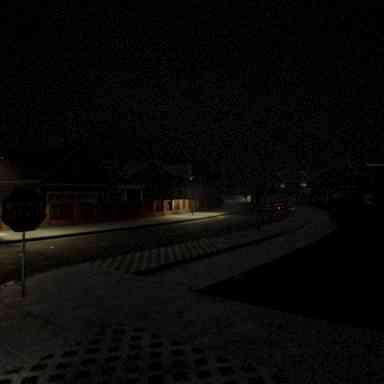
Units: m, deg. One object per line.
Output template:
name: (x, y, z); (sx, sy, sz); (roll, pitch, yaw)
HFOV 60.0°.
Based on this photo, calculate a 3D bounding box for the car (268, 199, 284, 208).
car: (13.269, 1.806, 52.531); (1.895, 1.301, 4.718); (0, 0, 8)

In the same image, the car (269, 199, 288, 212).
car: (11.126, 1.676, 42.359); (1.837, 1.490, 4.892); (0, 0, 15)
